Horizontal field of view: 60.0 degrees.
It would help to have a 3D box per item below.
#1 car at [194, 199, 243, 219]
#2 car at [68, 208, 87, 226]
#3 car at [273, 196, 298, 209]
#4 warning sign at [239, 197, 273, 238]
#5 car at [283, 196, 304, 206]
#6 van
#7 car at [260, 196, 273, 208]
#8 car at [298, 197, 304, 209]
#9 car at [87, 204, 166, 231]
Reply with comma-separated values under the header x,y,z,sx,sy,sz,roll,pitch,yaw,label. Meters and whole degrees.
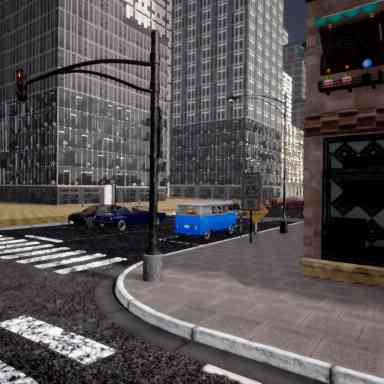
x,y,z,sx,sy,sz,roll,pitch,yaw,label
2.425,1.411,29.253,2.128,1.511,4.902,1,1,35,car
-5.998,1.467,21.900,1.947,1.339,4.313,1,1,35,car
12.731,1.492,43.641,1.895,1.301,4.718,1,1,36,car
3.109,1.177,16.137,1.300,1.860,1.060,1,1,35,warning sign
16.381,1.364,53.299,1.752,1.417,4.829,1,1,35,car
0.829,1.368,17.033,1.690,1.788,3.998,1,1,35,van
10.057,1.293,44.425,1.967,1.590,4.097,1,1,35,car
15.553,1.415,42.260,1.882,1.535,5.008,1,1,36,car
-3.787,1.540,20.541,1.895,1.301,4.718,1,1,35,car
